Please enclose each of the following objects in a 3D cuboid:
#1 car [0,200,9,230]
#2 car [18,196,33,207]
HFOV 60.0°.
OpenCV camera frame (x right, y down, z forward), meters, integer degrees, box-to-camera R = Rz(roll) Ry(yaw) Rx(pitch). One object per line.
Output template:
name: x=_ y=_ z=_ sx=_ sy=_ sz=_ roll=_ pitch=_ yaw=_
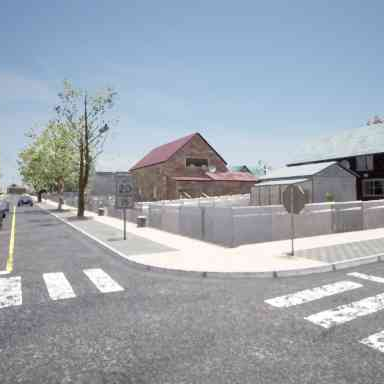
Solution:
car: x=-12.743 y=1.498 z=20.587 sx=2.128 sy=1.511 sz=4.902 roll=0 pitch=0 yaw=-28
car: x=-26.594 y=1.361 z=53.049 sx=2.097 sy=1.767 sz=4.553 roll=0 pitch=0 yaw=-27
